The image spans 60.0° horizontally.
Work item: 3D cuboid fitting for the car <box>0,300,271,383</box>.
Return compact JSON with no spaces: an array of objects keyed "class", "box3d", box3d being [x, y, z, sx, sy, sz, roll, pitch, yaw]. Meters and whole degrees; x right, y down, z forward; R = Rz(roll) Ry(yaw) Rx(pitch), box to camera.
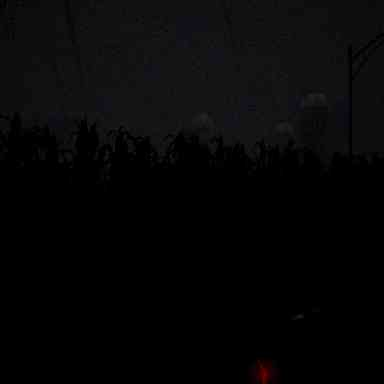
[{"class":"car","box3d":[-1.370,1.564,2.095,4.181,1.385,1.994,0,0,-35]}]
